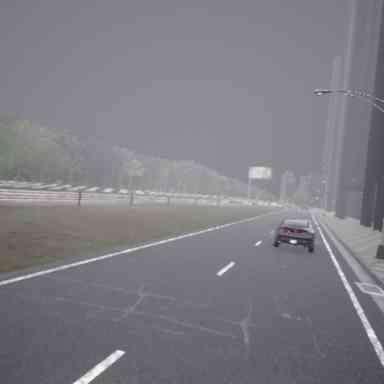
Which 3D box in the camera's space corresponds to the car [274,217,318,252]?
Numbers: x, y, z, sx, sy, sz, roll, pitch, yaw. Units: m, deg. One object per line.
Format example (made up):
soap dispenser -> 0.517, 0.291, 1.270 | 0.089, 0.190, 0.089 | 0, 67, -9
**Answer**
car -> 5.498, 2.119, 17.632 | 1.837, 1.490, 4.892 | 6, 0, 19
